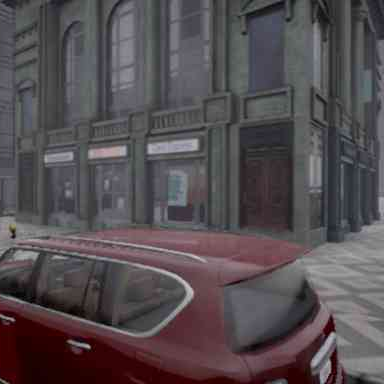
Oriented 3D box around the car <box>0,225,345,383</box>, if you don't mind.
[{"bbox_3d":[-1.025,1.312,3.689,5.009,1.841,2.192,0,0,35],"label":"car"}]
